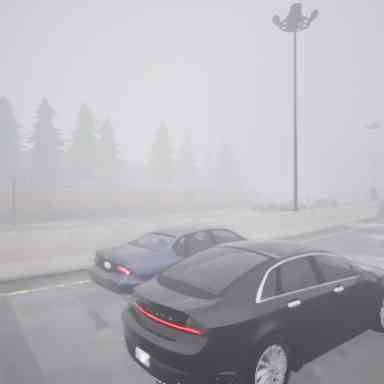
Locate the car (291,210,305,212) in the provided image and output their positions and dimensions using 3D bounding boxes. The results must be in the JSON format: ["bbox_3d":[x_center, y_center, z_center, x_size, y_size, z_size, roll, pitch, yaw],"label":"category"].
[{"bbox_3d":[10.850,1.539,35.429,1.994,1.385,4.181,0,0,35],"label":"car"}]

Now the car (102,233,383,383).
[{"bbox_3d":[1.373,1.504,5.066,4.892,1.490,1.837,0,0,-38],"label":"car"}]

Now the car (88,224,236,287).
[{"bbox_3d":[0.189,1.554,8.487,5.357,1.411,2.033,0,0,-39],"label":"car"}]

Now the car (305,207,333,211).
[{"bbox_3d":[13.103,1.454,32.566,2.128,1.511,4.902,0,0,35],"label":"car"}]
